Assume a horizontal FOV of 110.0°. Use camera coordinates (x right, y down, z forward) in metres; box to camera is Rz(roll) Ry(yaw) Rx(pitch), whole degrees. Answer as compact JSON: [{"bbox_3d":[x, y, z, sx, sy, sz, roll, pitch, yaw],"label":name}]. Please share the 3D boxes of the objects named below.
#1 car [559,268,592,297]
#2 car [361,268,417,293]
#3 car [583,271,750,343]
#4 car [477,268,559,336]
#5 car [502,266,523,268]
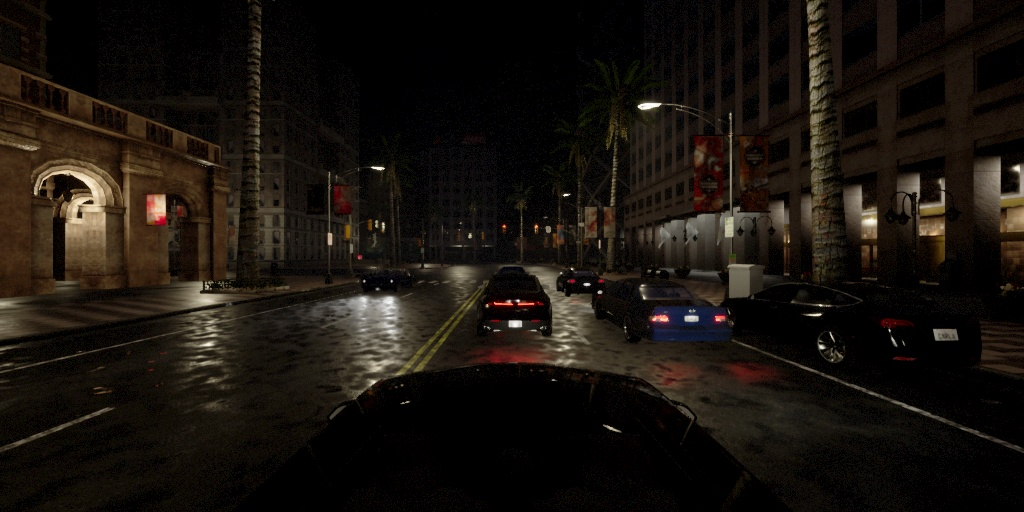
[{"bbox_3d":[3.517,1.314,18.902,1.994,1.385,4.181,0,0,-1],"label":"car"},{"bbox_3d":[-7.097,1.418,21.098,1.895,1.301,4.718,0,0,0],"label":"car"},{"bbox_3d":[3.562,1.297,9.659,2.033,1.411,5.357,0,0,0],"label":"car"},{"bbox_3d":[0.052,1.254,10.359,1.837,1.490,4.892,0,0,-1],"label":"car"},{"bbox_3d":[0.013,1.276,19.306,1.812,1.442,4.674,0,0,-2],"label":"car"}]
